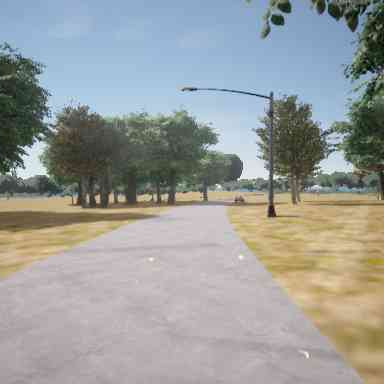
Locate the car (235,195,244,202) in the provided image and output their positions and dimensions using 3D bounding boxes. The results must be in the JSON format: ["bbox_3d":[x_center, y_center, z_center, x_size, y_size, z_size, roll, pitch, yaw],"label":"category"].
[{"bbox_3d":[10.695,1.486,75.222,1.970,1.475,3.806,0,0,11],"label":"car"}]
